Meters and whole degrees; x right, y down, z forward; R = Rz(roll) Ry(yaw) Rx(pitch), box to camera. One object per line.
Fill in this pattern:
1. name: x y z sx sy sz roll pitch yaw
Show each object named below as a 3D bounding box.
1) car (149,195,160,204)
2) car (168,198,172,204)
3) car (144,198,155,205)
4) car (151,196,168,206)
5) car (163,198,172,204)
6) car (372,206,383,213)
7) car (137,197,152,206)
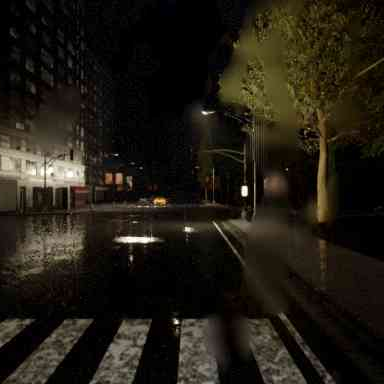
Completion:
1. car: -9.553 1.934 85.923 2.150 2.045 5.566 0 -1 0
2. car: -6.327 2.103 75.976 2.033 1.411 5.357 0 -1 0
3. car: -9.578 2.109 75.517 1.994 1.385 4.181 0 -1 0
4. car: -6.350 1.905 65.975 1.882 1.535 5.008 0 -1 0
5. car: -6.303 2.237 86.178 1.812 1.442 4.674 0 -1 0
6. car: 41.779 3.889 74.422 4.892 1.490 1.837 3 -3 -45
7. car: -9.601 1.987 65.649 1.994 1.385 4.181 0 -1 0
